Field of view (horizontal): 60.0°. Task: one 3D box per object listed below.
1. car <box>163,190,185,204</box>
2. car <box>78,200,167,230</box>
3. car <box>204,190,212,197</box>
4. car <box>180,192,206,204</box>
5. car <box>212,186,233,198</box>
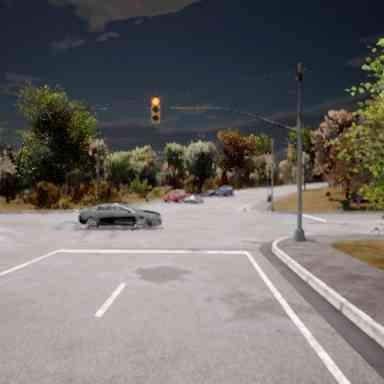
[{"bbox_3d":[-2.703,0.735,54.075,2.150,2.045,5.566,0,2,20],"label":"car"},{"bbox_3d":[-4.231,1.423,19.711,4.902,1.511,2.128,0,0,3],"label":"car"},{"bbox_3d":[3.473,0.262,68.456,1.812,1.442,4.674,0,4,25],"label":"car"},{"bbox_3d":[0.208,1.164,51.785,1.895,1.301,4.718,0,2,19],"label":"car"},{"bbox_3d":[6.529,-0.028,66.752,2.150,2.045,5.566,0,4,27],"label":"car"}]
